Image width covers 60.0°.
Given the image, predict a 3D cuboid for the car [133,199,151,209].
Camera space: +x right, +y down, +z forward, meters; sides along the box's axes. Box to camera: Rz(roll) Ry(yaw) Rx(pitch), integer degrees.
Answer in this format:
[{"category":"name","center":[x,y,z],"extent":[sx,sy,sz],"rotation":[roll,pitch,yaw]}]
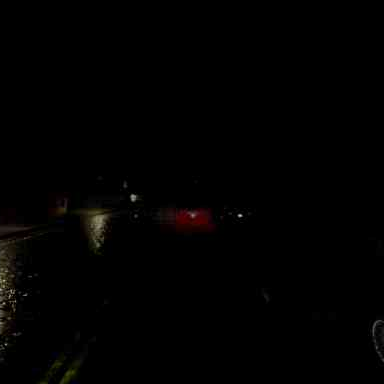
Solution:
[{"category":"car","center":[-6.690,1.628,45.144],"extent":[1.994,1.385,4.181],"rotation":[0,0,0]}]

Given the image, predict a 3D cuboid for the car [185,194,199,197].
[{"category":"car","center":[0.009,1.283,39.761],"extent":[2.150,2.045,5.566],"rotation":[0,0,0]}]

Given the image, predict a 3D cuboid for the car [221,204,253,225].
[{"category":"car","center":[3.293,1.604,24.824],"extent":[1.994,1.385,4.181],"rotation":[0,0,0]}]

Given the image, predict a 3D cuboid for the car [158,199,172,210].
[{"category":"car","center":[-3.441,1.628,44.701],"extent":[1.994,1.385,4.181],"rotation":[0,0,0]}]

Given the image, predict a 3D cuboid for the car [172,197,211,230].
[{"category":"car","center":[0.053,1.387,21.240],"extent":[2.097,1.767,4.553],"rotation":[0,0,0]}]

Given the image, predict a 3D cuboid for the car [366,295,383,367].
[{"category":"car","center":[3.344,1.531,2.706],"extent":[1.812,1.442,4.674],"rotation":[0,0,0]}]
